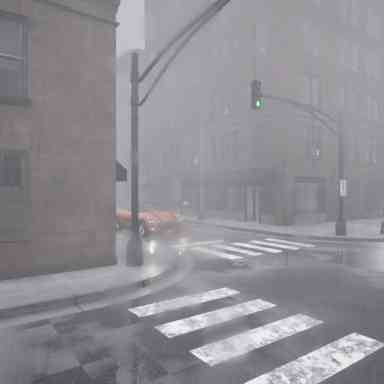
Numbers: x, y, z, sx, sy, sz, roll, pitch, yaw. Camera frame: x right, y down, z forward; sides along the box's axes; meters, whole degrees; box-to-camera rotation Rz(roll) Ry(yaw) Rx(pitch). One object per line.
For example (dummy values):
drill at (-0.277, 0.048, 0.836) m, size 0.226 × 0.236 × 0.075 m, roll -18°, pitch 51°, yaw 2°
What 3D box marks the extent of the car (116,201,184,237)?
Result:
car at (-2.362, 1.263, 17.521) m, size 2.097 × 1.767 × 4.553 m, roll 0°, pitch 0°, yaw -35°
